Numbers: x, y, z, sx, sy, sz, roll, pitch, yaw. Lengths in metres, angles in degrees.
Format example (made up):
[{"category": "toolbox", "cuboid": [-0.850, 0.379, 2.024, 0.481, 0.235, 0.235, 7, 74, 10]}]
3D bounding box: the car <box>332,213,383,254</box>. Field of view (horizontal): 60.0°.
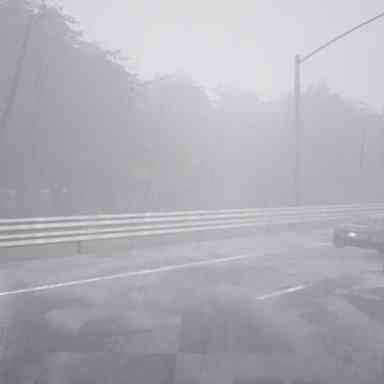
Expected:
[{"category": "car", "cuboid": [7.541, 1.540, 13.435, 4.181, 1.385, 1.994, 0, 0, -36]}]
